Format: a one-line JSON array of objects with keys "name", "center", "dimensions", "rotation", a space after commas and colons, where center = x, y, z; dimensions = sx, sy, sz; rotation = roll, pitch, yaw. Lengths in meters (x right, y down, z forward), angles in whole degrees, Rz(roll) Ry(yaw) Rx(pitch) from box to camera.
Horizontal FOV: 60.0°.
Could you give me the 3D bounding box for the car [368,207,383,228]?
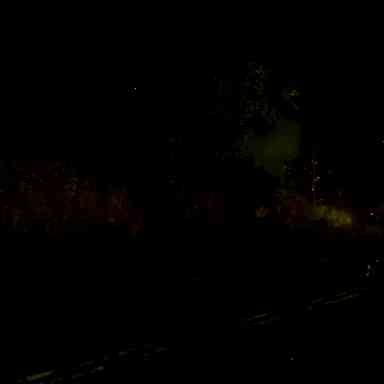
[{"name": "car", "center": [13.421, 1.541, 21.155], "dimensions": [5.008, 1.535, 1.882], "rotation": [1, 22, -30]}]
